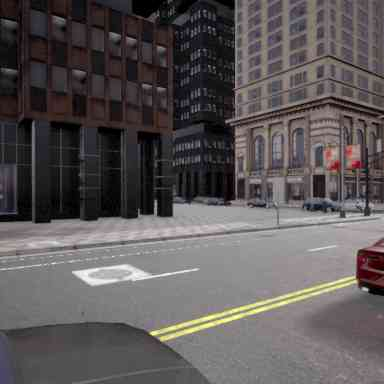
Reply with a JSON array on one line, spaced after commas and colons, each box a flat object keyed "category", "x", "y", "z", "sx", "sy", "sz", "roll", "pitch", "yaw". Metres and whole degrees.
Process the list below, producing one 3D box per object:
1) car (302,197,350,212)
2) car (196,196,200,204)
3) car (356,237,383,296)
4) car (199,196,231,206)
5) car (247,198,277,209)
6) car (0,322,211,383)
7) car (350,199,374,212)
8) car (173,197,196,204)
[{"category": "car", "x": 14.948, "y": 1.376, "z": 37.897, "sx": 2.097, "sy": 1.767, "sz": 4.553, "roll": 0, "pitch": 0, "yaw": -35}, {"category": "car", "x": 1.526, "y": 1.540, "z": 62.434, "sx": 2.128, "sy": 1.511, "sz": 4.902, "roll": 0, "pitch": 0, "yaw": -35}, {"category": "car", "x": 5.681, "y": 1.477, "z": 7.494, "sx": 5.008, "sy": 1.535, "sz": 1.882, "roll": 0, "pitch": 0, "yaw": -36}, {"category": "car", "x": 3.982, "y": 1.594, "z": 53.429, "sx": 2.033, "sy": 1.411, "sz": 5.357, "roll": 0, "pitch": 0, "yaw": -35}, {"category": "car", "x": 9.673, "y": 1.525, "z": 45.363, "sx": 2.128, "sy": 1.511, "sz": 4.902, "roll": 0, "pitch": 0, "yaw": -35}, {"category": "car", "x": -2.334, "y": 1.548, "z": 1.779, "sx": 5.357, "sy": 1.411, "sz": 2.033, "roll": 0, "pitch": 0, "yaw": -35}, {"category": "car", "x": 18.416, "y": 1.539, "z": 38.362, "sx": 1.812, "sy": 1.442, "sz": 4.674, "roll": -1, "pitch": 0, "yaw": -36}, {"category": "car", "x": -2.128, "y": 1.608, "z": 62.138, "sx": 2.033, "sy": 1.411, "sz": 5.357, "roll": 0, "pitch": 0, "yaw": -35}]
